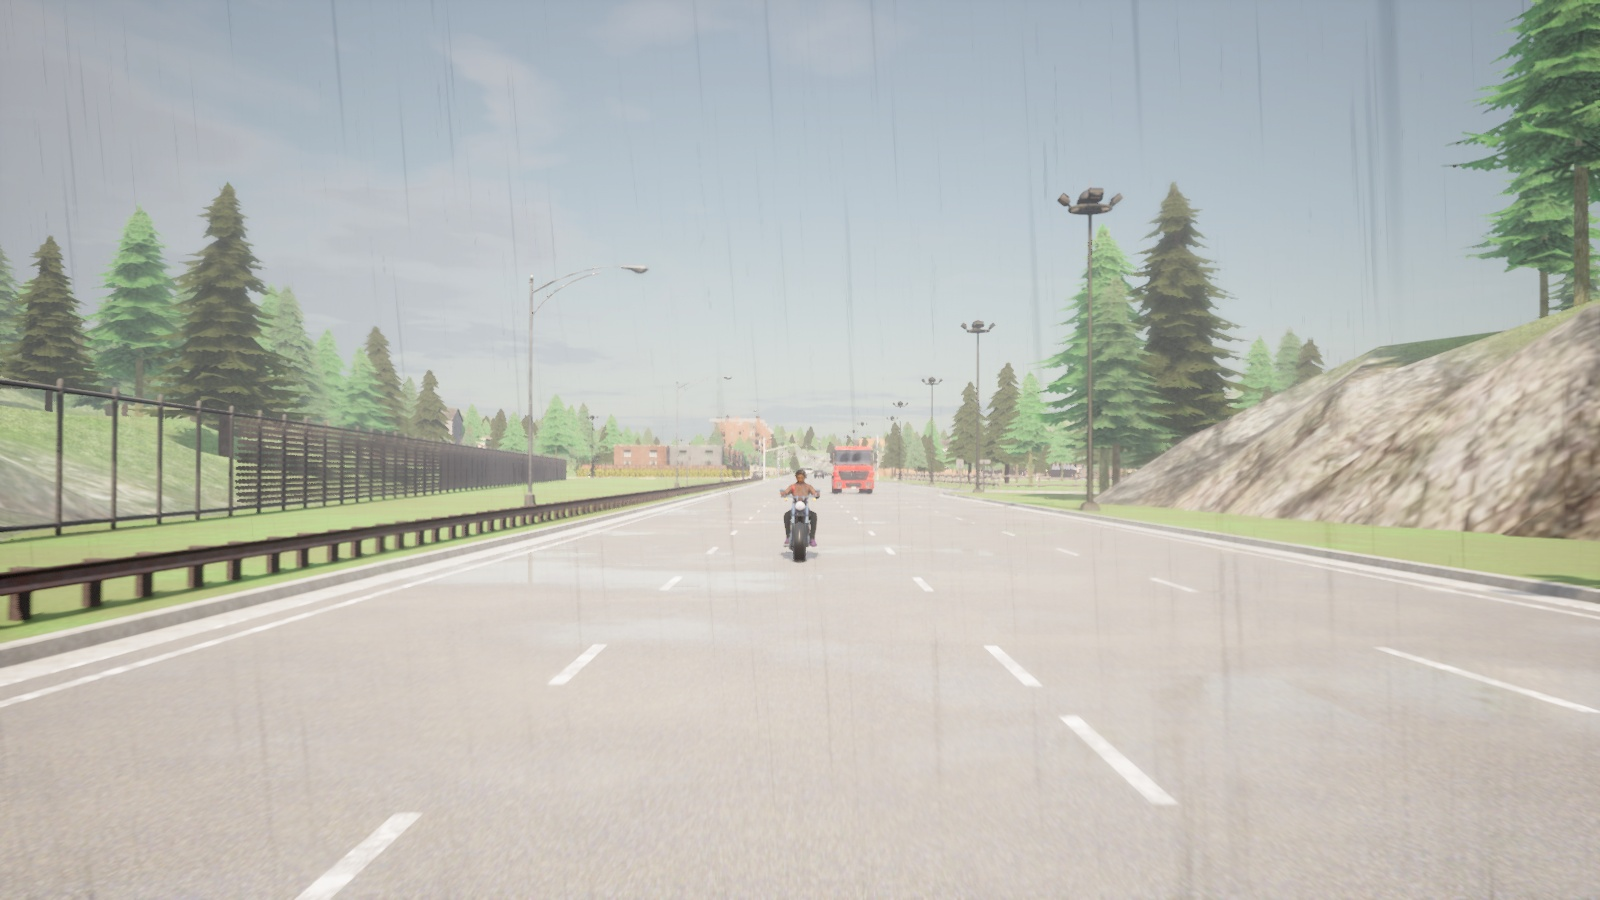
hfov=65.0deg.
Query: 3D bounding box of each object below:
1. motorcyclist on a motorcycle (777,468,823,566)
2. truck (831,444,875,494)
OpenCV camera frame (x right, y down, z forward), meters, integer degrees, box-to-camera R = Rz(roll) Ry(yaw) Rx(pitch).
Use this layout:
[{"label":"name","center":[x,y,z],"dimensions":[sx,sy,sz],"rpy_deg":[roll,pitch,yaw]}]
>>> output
[{"label":"motorcyclist on a motorcycle","center":[0.011,1.140,22.237],"dimensions":[0.766,1.649,2.350],"rpy_deg":[0,-1,1]},{"label":"truck","center":[3.759,1.357,91.272],"dimensions":[2.891,3.462,7.936],"rpy_deg":[0,-1,0]}]
